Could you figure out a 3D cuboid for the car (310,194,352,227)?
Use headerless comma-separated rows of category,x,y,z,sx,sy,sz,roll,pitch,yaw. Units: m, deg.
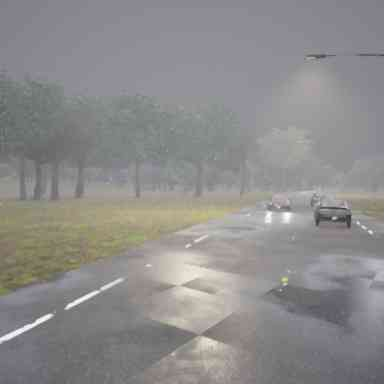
car,8.298,1.135,19.798,2.128,1.511,4.902,2,2,19

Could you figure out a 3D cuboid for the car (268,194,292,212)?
car,7.826,0.904,29.376,1.812,1.442,4.674,2,2,19

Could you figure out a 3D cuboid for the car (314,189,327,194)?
car,13.884,0.834,35.994,2.128,1.511,4.902,2,2,19
